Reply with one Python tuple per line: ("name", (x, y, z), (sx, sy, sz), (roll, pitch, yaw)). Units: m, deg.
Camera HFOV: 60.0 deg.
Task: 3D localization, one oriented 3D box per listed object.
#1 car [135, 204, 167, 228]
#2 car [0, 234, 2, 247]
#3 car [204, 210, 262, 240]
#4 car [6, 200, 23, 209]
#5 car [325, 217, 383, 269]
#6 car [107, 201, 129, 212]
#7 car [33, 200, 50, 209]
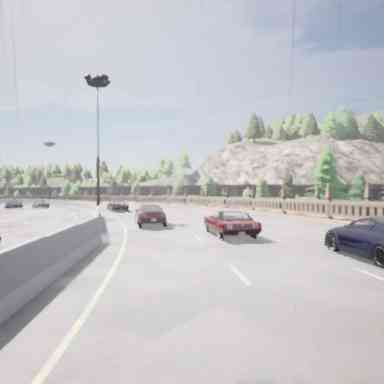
("car", (-2.863, 1.554, 22.659), (1.812, 1.442, 4.674), (0, 0, -13))
("car", (-7.994, 1.609, 10.889), (1.994, 1.385, 4.181), (0, 0, -8))
("car", (1.895, 1.594, 17.160), (1.895, 1.301, 4.718), (0, 0, -10))
("car", (-26.507, 1.830, 49.628), (1.994, 1.385, 4.181), (-1, 0, -34))
("car", (6.235, 1.531, 11.137), (1.994, 1.385, 4.181), (0, 0, -6))
("car", (-9.125, 1.693, 40.607), (1.895, 1.301, 4.718), (0, 0, -24))
("car", (-22.851, 1.828, 50.480), (1.895, 1.301, 4.718), (-1, 0, -34))
